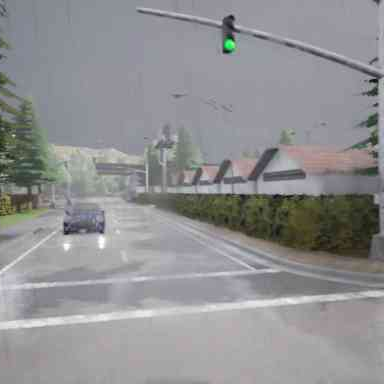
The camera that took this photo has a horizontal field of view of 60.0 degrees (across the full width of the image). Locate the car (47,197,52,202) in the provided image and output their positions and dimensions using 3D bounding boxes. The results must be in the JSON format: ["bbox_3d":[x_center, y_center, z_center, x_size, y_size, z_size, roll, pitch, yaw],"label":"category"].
[{"bbox_3d":[-32.139,1.595,69.972,3.806,1.475,1.970,0,0,-15],"label":"car"}]

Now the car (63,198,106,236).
[{"bbox_3d":[-6.056,1.400,19.015,2.097,1.767,4.553,0,0,-14],"label":"car"}]

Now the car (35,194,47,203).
[{"bbox_3d":[-31.892,1.310,66.600,3.866,1.878,1.905,0,0,-15],"label":"car"}]
